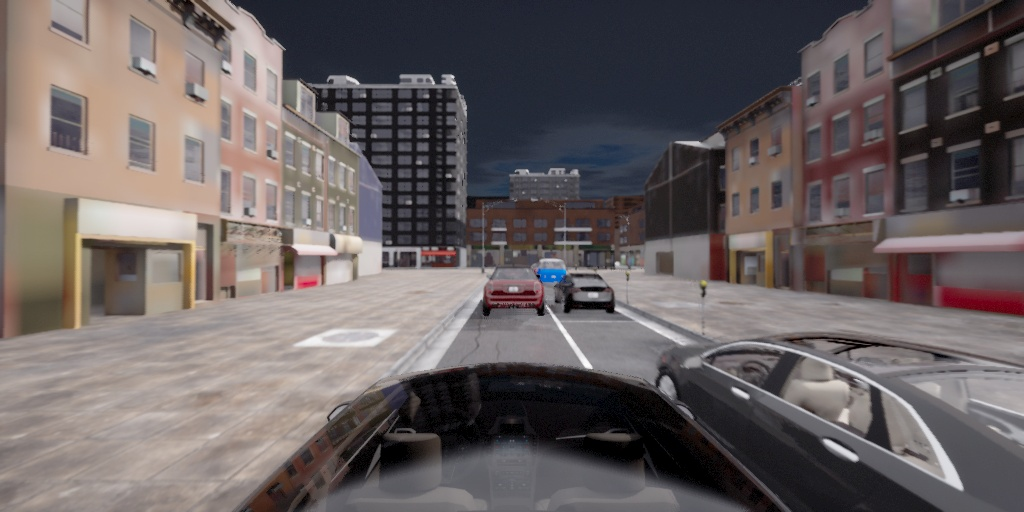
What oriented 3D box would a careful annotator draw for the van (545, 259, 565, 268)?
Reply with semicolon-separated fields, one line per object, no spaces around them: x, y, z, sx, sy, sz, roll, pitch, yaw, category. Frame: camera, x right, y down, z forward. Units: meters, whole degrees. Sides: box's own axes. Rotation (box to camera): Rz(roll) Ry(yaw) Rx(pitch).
2.640;1.091;24.638;1.690;1.789;3.998;0;0;0;van

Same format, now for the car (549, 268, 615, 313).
2.639;1.313;13.763;1.948;1.339;4.313;0;0;0;car

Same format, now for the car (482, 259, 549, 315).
0.070;1.099;13.761;2.097;1.767;4.553;0;0;0;car

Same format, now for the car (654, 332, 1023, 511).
2.638;1.300;2.888;2.007;1.370;4.403;0;0;0;car
